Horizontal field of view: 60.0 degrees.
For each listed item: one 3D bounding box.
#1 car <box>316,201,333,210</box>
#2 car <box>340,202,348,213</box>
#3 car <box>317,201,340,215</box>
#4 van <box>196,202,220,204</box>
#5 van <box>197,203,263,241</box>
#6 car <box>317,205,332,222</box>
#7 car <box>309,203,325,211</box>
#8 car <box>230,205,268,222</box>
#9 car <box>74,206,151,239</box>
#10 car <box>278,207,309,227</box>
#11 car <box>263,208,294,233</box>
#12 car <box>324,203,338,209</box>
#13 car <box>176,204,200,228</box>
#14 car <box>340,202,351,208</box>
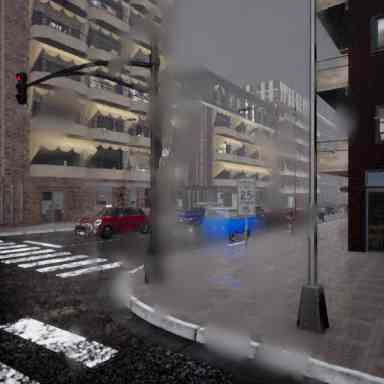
[{"bbox_3d":[27.409,2.729,68.792,2.192,1.841,5.009,-1,-2,35],"label":"car"},{"bbox_3d":[25.971,2.723,56.754,1.837,1.490,4.892,0,-1,36],"label":"car"},{"bbox_3d":[18.794,2.472,46.661,2.128,1.511,4.902,0,-1,35],"label":"car"},{"bbox_3d":[1.719,1.903,32.684,1.690,1.788,3.998,-1,-2,35],"label":"van"},{"bbox_3d":[2.267,1.704,18.762,1.690,1.788,3.998,-1,-2,35],"label":"van"},{"bbox_3d":[11.763,2.233,32.396,2.008,1.369,4.403,-1,-2,35],"label":"car"},{"bbox_3d":[24.199,2.890,64.272,1.802,1.307,4.206,-1,-2,35],"label":"car"},{"bbox_3d":[5.953,2.140,34.124,1.837,1.490,4.892,0,-1,36],"label":"car"},{"bbox_3d":[-4.511,1.639,19.385,2.097,1.767,4.553,0,-1,35],"label":"car"},{"bbox_3d":[8.552,2.158,27.881,1.802,1.307,4.206,-1,-2,35],"label":"car"},{"bbox_3d":[5.341,2.035,23.368,1.947,1.339,4.313,-1,-2,35],"label":"car"},{"bbox_3d":[30.622,3.064,73.301,1.887,1.381,4.507,-1,-2,35],"label":"car"},{"bbox_3d":[0.629,1.985,26.648,1.812,1.442,4.674,0,-1,36],"label":"car"},{"bbox_3d":[40.159,3.376,86.706,1.752,1.417,4.829,-1,-2,35],"label":"car"}]
